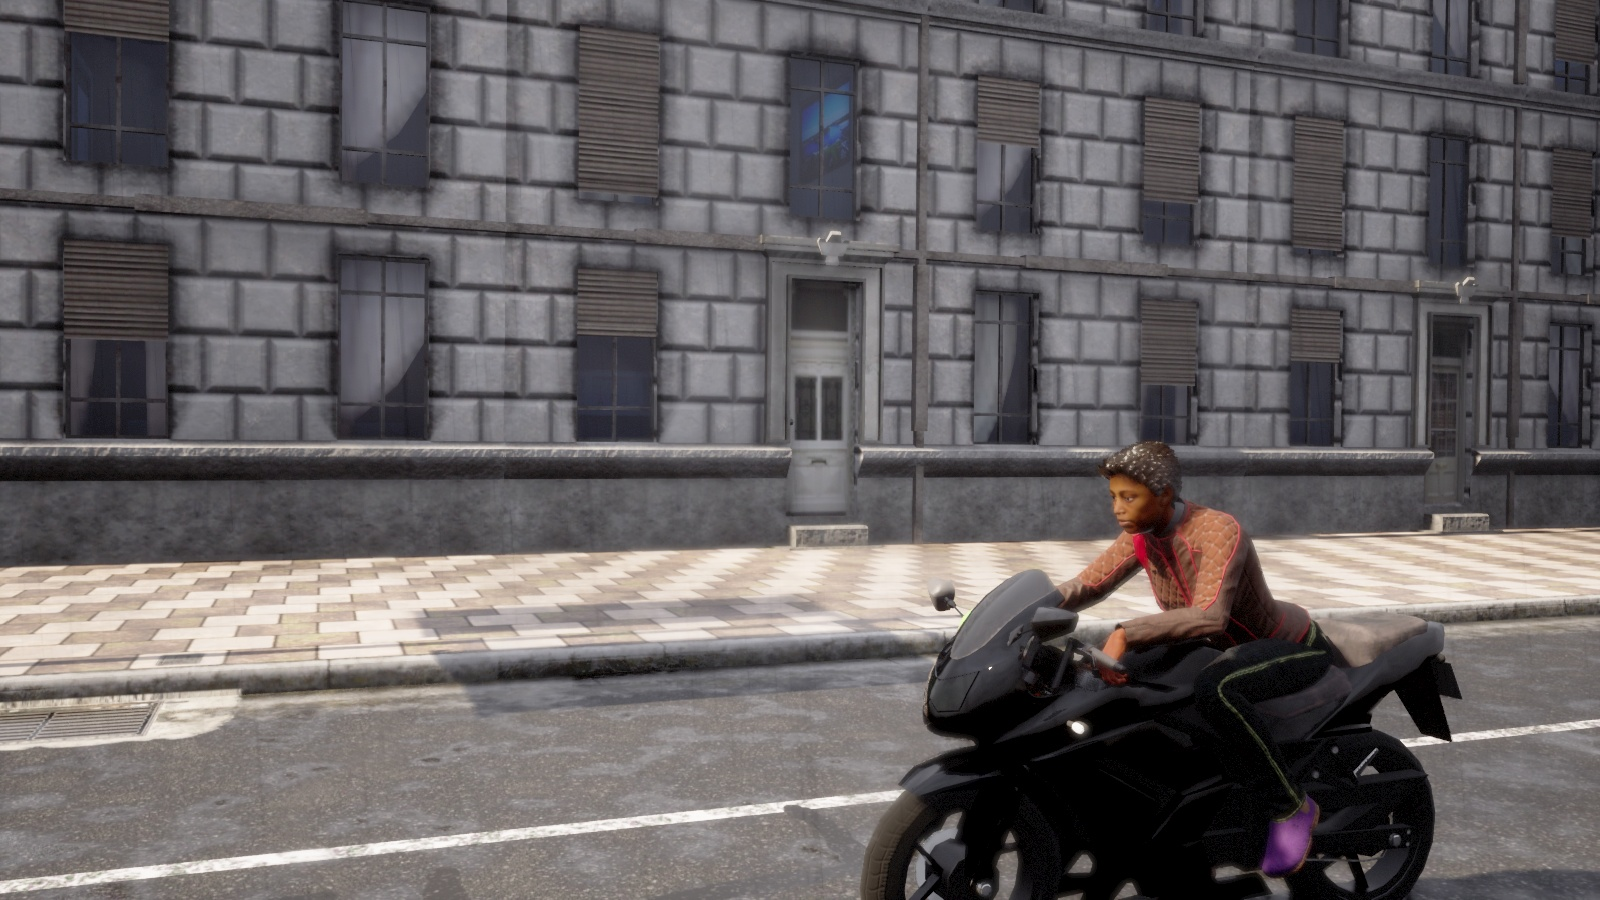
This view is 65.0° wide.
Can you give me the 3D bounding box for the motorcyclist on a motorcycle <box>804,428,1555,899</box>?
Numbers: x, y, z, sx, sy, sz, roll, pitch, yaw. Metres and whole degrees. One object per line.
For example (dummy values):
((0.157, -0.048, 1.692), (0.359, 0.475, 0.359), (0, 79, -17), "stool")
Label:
((1.116, 0.708, 3.691), (2.044, 1.523, 0.797), (-1, 1, -21), "motorcyclist on a motorcycle")
